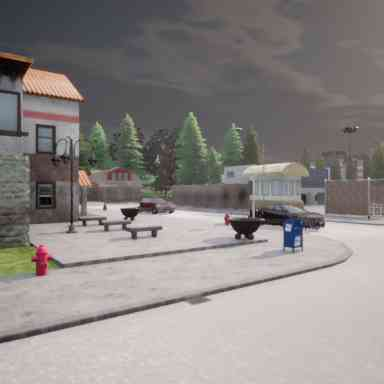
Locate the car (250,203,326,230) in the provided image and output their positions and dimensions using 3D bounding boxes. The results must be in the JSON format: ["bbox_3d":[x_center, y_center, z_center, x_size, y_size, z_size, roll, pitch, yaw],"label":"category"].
[{"bbox_3d":[5.815,1.476,20.744,1.882,1.535,5.008,0,0,-36],"label":"car"}]

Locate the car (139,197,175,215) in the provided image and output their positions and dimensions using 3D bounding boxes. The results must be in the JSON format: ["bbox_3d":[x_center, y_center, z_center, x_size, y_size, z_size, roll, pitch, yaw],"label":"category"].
[{"bbox_3d":[-3.655,1.349,34.054,2.097,1.767,4.553,0,0,-35],"label":"car"}]
